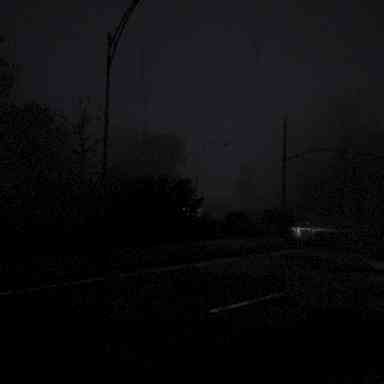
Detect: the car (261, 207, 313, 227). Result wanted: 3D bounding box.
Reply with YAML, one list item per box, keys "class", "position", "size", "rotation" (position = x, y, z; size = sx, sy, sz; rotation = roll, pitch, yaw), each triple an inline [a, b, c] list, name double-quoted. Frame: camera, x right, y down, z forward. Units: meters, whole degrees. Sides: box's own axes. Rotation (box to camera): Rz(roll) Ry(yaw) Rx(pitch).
- class: "car"
  position: [7.669, 2.022, 27.186]
  size: [1.837, 1.490, 4.892]
  rotation: [2, 1, -26]
